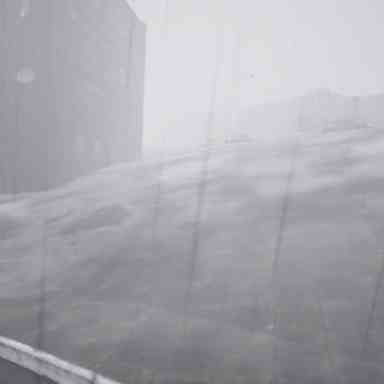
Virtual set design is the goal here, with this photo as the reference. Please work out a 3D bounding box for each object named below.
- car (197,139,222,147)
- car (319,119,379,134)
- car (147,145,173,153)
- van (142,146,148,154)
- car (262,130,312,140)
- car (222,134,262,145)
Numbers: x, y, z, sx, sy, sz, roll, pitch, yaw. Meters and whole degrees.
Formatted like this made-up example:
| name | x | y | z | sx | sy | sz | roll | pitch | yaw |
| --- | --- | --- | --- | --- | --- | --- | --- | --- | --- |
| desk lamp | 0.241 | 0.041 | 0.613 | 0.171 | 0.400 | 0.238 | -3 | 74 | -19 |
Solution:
| name | x | y | z | sx | sy | sz | roll | pitch | yaw |
| --- | --- | --- | --- | --- | --- | --- | --- | --- | --- |
| car | 2.567 | -5.557 | 39.552 | 2.185 | 1.767 | 4.553 | 1 | 2 | -36 |
| car | 12.431 | -4.889 | 26.105 | 2.185 | 1.767 | 4.553 | 1 | 2 | -36 |
| car | -3.949 | -5.855 | 48.431 | 2.231 | 1.521 | 4.892 | 1 | 2 | -36 |
| van | -7.133 | -6.283 | 52.775 | 1.878 | 1.987 | 4.442 | 1 | 2 | -36 |
| car | 9.179 | -4.944 | 30.535 | 2.002 | 1.452 | 4.674 | 1 | 2 | -36 |
| car | 5.830 | -5.339 | 35.104 | 2.185 | 1.767 | 4.553 | 1 | 2 | -36 |
